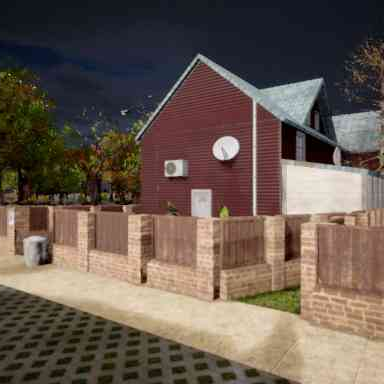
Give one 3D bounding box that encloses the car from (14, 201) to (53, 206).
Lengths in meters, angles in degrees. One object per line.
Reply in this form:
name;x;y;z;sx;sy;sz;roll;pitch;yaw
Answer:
car;-13.394;1.555;27.134;1.837;1.490;4.892;0;0;35
